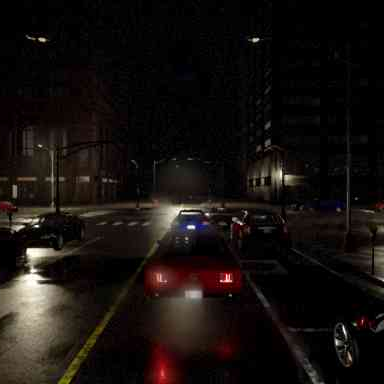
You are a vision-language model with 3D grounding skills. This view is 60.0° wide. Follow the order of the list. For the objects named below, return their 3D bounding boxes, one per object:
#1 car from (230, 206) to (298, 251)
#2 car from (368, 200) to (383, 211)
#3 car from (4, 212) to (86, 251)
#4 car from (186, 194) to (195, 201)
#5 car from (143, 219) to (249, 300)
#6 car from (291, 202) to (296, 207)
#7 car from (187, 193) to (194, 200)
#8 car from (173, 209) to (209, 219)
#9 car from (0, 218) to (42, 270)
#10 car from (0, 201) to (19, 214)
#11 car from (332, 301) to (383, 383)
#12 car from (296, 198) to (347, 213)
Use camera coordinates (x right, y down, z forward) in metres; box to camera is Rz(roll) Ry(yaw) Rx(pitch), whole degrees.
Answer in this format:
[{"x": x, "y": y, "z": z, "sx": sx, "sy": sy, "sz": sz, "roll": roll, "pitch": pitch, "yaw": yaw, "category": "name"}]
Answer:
[{"x": 2.720, "y": 1.440, "z": 13.980, "sx": 1.967, "sy": 1.590, "sz": 4.097, "roll": 0, "pitch": 0, "yaw": 0, "category": "car"}, {"x": 23.000, "y": 1.486, "z": 38.925, "sx": 4.181, "sy": 1.385, "sz": 1.994, "roll": 0, "pitch": 0, "yaw": -1, "category": "car"}, {"x": -5.805, "y": 1.551, "z": 13.954, "sx": 2.008, "sy": 1.369, "sz": 4.403, "roll": 0, "pitch": 0, "yaw": 0, "category": "car"}, {"x": -0.329, "y": 1.408, "z": 82.255, "sx": 2.097, "sy": 1.767, "sz": 4.553, "roll": 0, "pitch": 0, "yaw": 0, "category": "car"}, {"x": 0.040, "y": 1.601, "z": 8.352, "sx": 1.895, "sy": 1.301, "sz": 4.718, "roll": 0, "pitch": 0, "yaw": 0, "category": "car"}, {"x": 14.101, "y": 1.446, "z": 38.858, "sx": 4.892, "sy": 1.490, "sz": 1.837, "roll": 0, "pitch": 0, "yaw": 1, "category": "car"}, {"x": -0.399, "y": 1.287, "z": 92.263, "sx": 2.097, "sy": 1.767, "sz": 4.553, "roll": 0, "pitch": 0, "yaw": 0, "category": "car"}, {"x": -0.047, "y": 1.565, "z": 17.108, "sx": 1.994, "sy": 1.385, "sz": 4.181, "roll": 0, "pitch": 0, "yaw": 0, "category": "car"}, {"x": -5.788, "y": 1.566, "z": 8.317, "sx": 1.947, "sy": 1.339, "sz": 4.313, "roll": 0, "pitch": 0, "yaw": 0, "category": "car"}, {"x": -20.817, "y": 1.609, "z": 35.442, "sx": 4.181, "sy": 1.385, "sz": 1.994, "roll": 0, "pitch": 0, "yaw": 0, "category": "car"}, {"x": 2.753, "y": 1.566, "z": 2.708, "sx": 1.947, "sy": 1.339, "sz": 4.313, "roll": 0, "pitch": 0, "yaw": 0, "category": "car"}, {"x": 14.073, "y": 1.483, "z": 35.618, "sx": 4.674, "sy": 1.442, "sz": 1.812, "roll": 0, "pitch": 0, "yaw": 1, "category": "car"}]
